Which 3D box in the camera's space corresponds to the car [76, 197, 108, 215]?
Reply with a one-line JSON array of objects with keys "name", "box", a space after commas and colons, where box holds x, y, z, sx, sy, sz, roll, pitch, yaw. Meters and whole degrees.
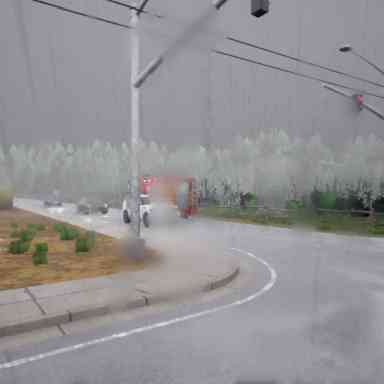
[{"name": "car", "box": [-10.016, 1.317, 33.269, 2.097, 1.767, 4.553, 0, 0, -34]}]

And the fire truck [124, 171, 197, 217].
[{"name": "fire truck", "box": [-3.004, 0.312, 29.144, 2.891, 3.827, 8.468, 0, 0, -33]}]

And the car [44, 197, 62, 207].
[{"name": "car", "box": [-20.685, 1.466, 49.297, 2.128, 1.511, 4.902, 0, 0, -34]}]

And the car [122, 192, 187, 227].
[{"name": "car", "box": [-2.938, 1.187, 22.740, 2.150, 2.045, 5.566, 0, 0, -34]}]
